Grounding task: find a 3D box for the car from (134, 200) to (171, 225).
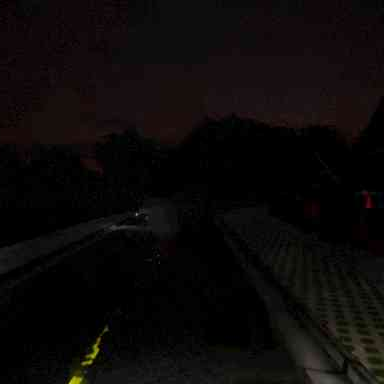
[{"bbox_3d":[-2.523,1.301,22.166,1.812,1.442,4.674,0,0,3],"label":"car"}]
